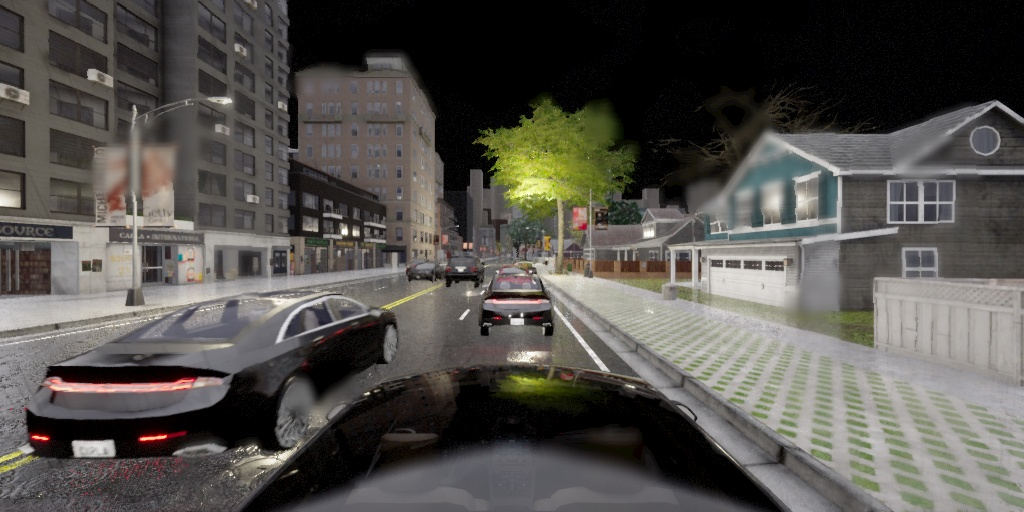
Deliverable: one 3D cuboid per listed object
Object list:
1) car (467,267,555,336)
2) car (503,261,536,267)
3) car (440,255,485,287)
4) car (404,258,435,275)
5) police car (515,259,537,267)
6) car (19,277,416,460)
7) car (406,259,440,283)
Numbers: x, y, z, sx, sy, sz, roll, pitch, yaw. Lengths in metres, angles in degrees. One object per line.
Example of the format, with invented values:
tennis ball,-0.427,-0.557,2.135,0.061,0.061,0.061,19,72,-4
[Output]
car,0.114,1.239,10.366,2.128,1.511,4.902,0,0,0
car,0.124,1.219,19.869,1.882,1.535,5.008,0,0,0
car,-3.119,0.958,24.551,2.150,2.045,5.566,0,0,0
car,-9.802,1.070,38.469,2.097,1.767,4.553,0,0,0
police car,1.011,1.155,29.598,1.930,1.638,5.238,0,0,0
car,-3.144,1.240,5.123,2.128,1.511,4.902,0,0,0
car,-6.566,1.210,27.619,1.882,1.535,5.008,0,0,0
